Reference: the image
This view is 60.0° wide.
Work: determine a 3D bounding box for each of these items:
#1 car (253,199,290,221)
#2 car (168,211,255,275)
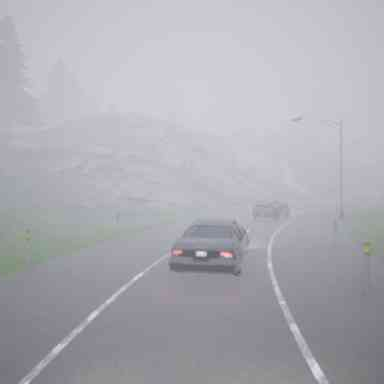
[{"bbox_3d":[6.050,1.272,25.135,2.128,1.511,4.902,0,1,29],"label":"car"},{"bbox_3d":[0.755,1.525,10.433,2.033,1.411,5.357,0,0,12],"label":"car"}]
